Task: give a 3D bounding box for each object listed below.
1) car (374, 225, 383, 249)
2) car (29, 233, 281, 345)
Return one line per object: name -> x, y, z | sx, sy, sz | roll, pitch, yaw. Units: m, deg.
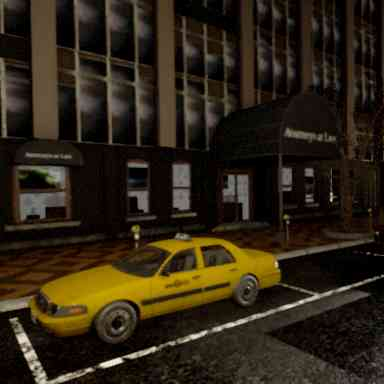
car -> 8.770, 1.444, 12.833 | 4.507, 1.381, 1.887 | 0, -1, -35
car -> -0.378, 1.503, 6.304 | 4.829, 1.417, 1.752 | 0, -1, -36
